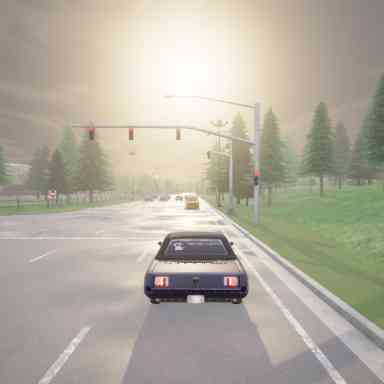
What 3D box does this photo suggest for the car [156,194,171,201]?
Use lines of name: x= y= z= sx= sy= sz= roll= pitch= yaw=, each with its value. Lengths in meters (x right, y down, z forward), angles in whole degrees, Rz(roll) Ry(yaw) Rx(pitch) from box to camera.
car: x=-6.872 y=1.531 z=80.377 sx=2.033 sy=1.411 sz=5.357 roll=0 pitch=0 yaw=0

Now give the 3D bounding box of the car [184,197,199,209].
car: x=0.005 y=1.576 z=49.746 sx=2.033 sy=1.411 sz=5.357 roll=-1 pitch=1 yaw=1

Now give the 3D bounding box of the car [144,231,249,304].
car: x=0.092 y=1.601 z=8.078 sx=1.895 sy=1.301 sz=4.718 roll=0 pitch=0 yaw=0

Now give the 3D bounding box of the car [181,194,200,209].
car: x=-0.065 y=1.089 z=46.241 sx=1.882 sy=1.535 sz=5.008 roll=-3 pitch=17 yaw=-4

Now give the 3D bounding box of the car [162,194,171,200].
car: x=-6.855 y=1.372 z=90.797 sx=2.033 sy=1.411 sz=5.357 roll=0 pitch=0 yaw=0

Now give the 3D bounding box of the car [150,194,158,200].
car: x=-10.355 y=1.332 z=90.802 sx=1.837 sy=1.490 sz=4.892 roll=0 pitch=0 yaw=0

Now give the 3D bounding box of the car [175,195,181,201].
car: x=-3.360 y=1.552 z=87.871 sx=1.994 sy=1.385 sz=4.181 roll=0 pitch=0 yaw=0

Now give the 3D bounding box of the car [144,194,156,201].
car: x=-10.372 y=1.531 z=80.382 sx=2.033 sy=1.411 sz=5.357 roll=0 pitch=0 yaw=0
